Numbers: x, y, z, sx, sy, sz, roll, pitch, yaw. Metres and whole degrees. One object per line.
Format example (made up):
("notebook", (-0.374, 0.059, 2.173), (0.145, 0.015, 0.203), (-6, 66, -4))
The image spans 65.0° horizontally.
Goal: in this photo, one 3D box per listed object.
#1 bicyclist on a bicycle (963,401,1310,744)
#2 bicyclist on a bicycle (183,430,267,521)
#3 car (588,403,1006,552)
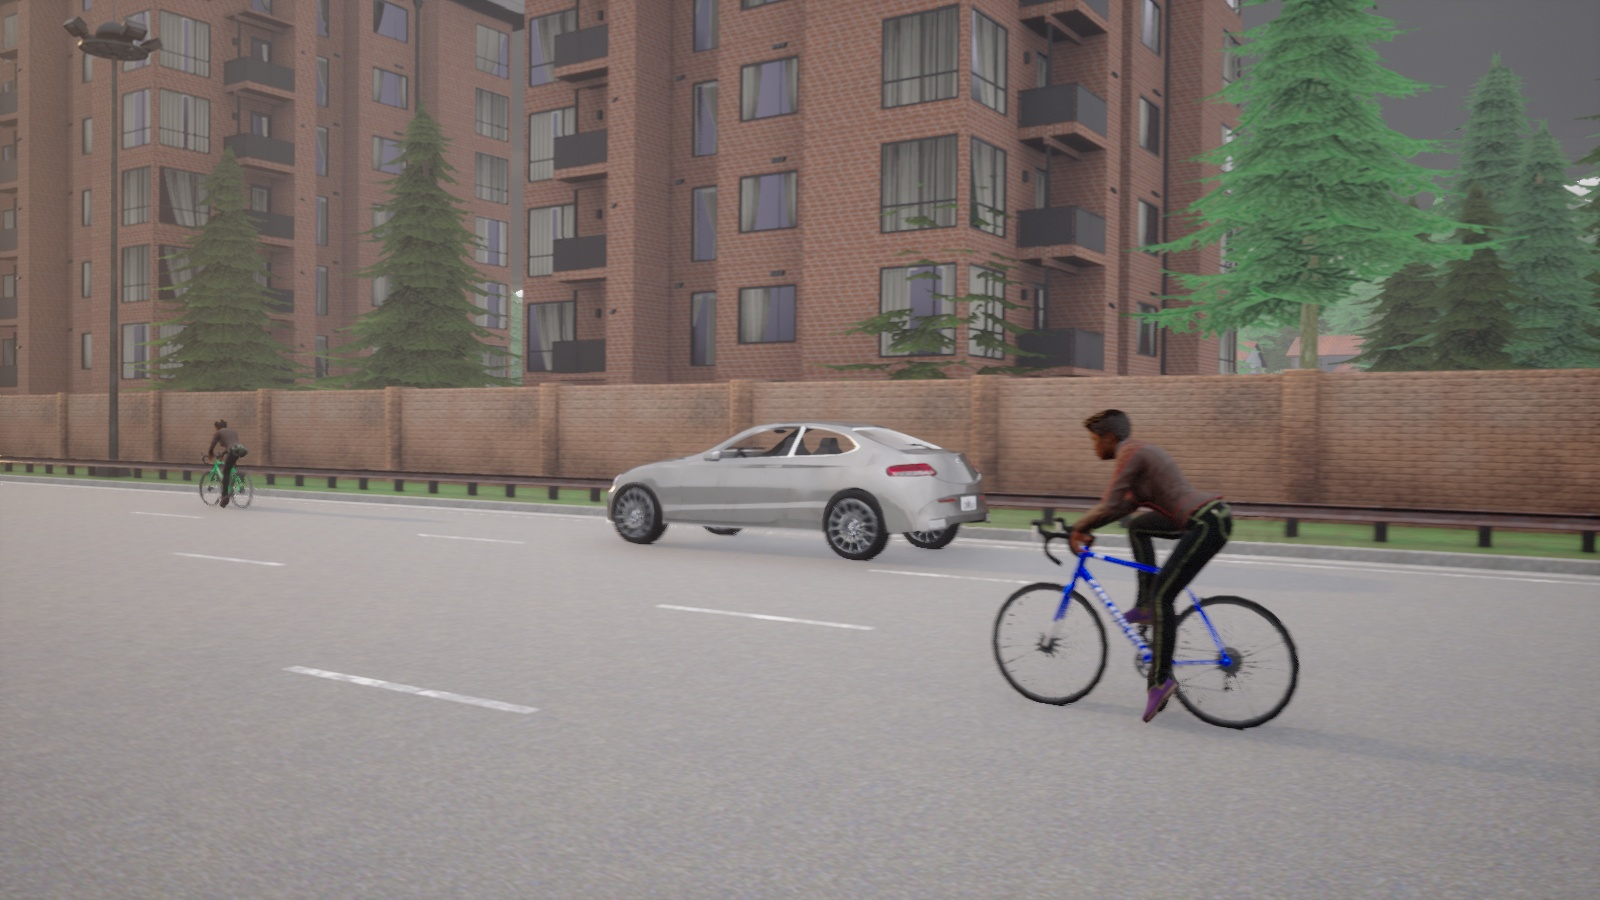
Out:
("bicyclist on a bicycle", (1.746, 0.578, 6.622), (1.656, 1.620, 0.582), (0, 1, 33))
("bicyclist on a bicycle", (-10.556, 0.458, 23.042), (1.656, 1.620, 0.582), (0, 1, 33))
("car", (-0.121, 0.288, 16.207), (5.027, 1.651, 2.152), (0, 1, 33))
